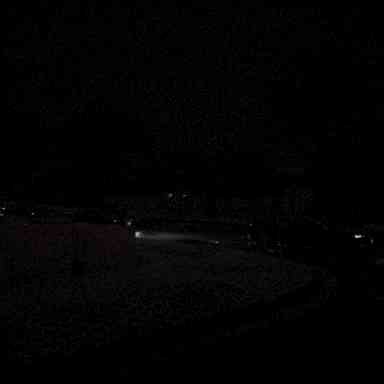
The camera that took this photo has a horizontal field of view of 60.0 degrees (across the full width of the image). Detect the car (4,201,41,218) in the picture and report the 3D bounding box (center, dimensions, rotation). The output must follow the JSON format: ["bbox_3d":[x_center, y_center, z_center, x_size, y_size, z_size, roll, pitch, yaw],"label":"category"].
[{"bbox_3d":[-15.115,1.630,29.510,4.892,1.490,1.837,0,3,43],"label":"car"}]

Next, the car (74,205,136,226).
[{"bbox_3d":[-5.660,1.642,21.416,4.902,1.511,2.128,0,3,38],"label":"car"}]

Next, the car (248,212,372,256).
[{"bbox_3d":[4.774,1.616,13.986,4.902,1.511,2.128,0,3,33],"label":"car"}]
